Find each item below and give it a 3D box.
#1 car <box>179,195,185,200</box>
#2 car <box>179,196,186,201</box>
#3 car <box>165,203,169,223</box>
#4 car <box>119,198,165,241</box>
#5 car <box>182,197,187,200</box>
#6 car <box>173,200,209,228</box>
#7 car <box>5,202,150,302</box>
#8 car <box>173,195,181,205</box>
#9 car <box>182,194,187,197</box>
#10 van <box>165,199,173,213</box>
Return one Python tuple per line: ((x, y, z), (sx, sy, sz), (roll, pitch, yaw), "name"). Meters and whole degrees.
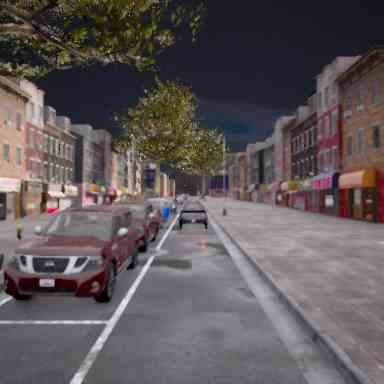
((-2.612, 1.698, 58.346), (1.802, 1.307, 4.206), (2, 0, 0), "car")
((-2.607, 1.749, 91.387), (1.752, 1.417, 4.829), (2, 0, 0), "car")
((-2.615, 1.580, 19.599), (1.887, 1.381, 4.507), (2, 0, 0), "car")
((-2.609, 1.340, 14.065), (2.192, 1.841, 5.009), (2, 0, 0), "car")
((0.102, 1.641, 42.022), (1.994, 1.385, 4.181), (0, 0, 0), "car")
((0.096, 1.532, 22.384), (2.128, 1.511, 4.902), (0, 0, 0), "car")
((-2.610, 1.331, 8.530), (2.192, 1.841, 5.009), (2, 0, 0), "car")
((-2.610, 1.506, 36.206), (1.967, 1.590, 4.097), (2, 0, 0), "car")
((-2.609, 1.674, 69.246), (1.752, 1.417, 4.829), (2, 0, 0), "car")
((-2.608, 1.386, 25.135), (1.690, 1.788, 3.998), (2, 0, 0), "van")
